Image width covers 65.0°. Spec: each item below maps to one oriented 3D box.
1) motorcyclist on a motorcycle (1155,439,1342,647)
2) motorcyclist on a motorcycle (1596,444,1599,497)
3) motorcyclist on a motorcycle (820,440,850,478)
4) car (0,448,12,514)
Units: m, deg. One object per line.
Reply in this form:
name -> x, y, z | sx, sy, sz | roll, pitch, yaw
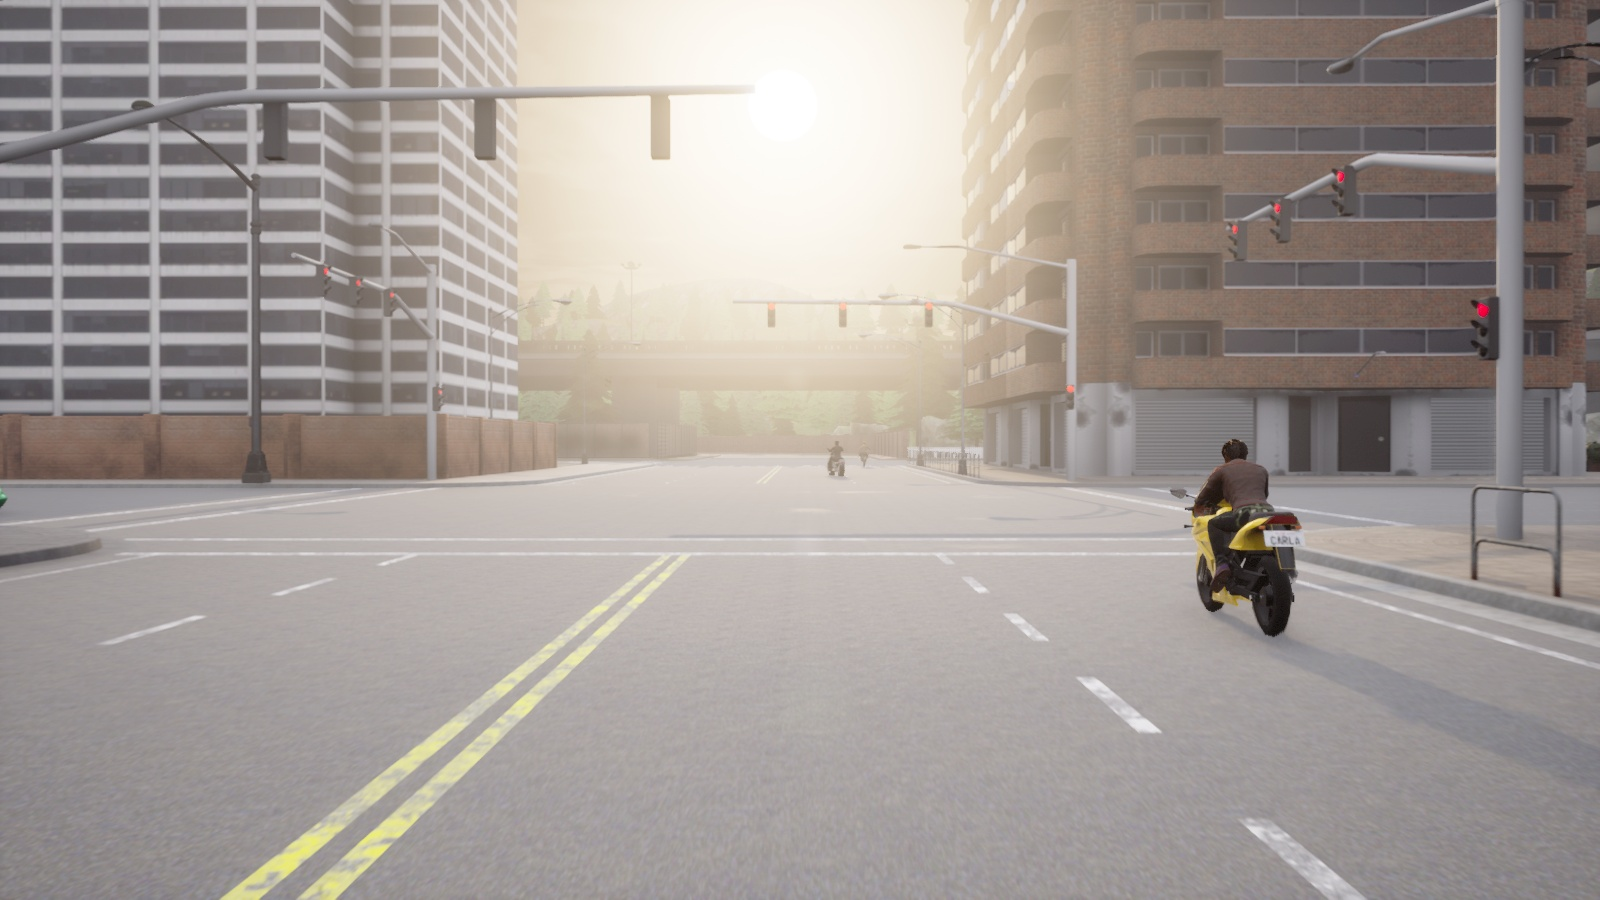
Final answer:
motorcyclist on a motorcycle -> 3.573, 0.674, 10.214 | 0.797, 1.523, 2.044 | 0, 0, 0
motorcyclist on a motorcycle -> 24.117, 0.599, 35.893 | 2.191, 1.530, 0.866 | 0, 0, 1
motorcyclist on a motorcycle -> 1.563, 0.383, 56.004 | 0.766, 1.649, 2.350 | 0, 0, -13
car -> -17.787, 0.643, 25.853 | 2.207, 1.376, 1.481 | 0, 0, 1
